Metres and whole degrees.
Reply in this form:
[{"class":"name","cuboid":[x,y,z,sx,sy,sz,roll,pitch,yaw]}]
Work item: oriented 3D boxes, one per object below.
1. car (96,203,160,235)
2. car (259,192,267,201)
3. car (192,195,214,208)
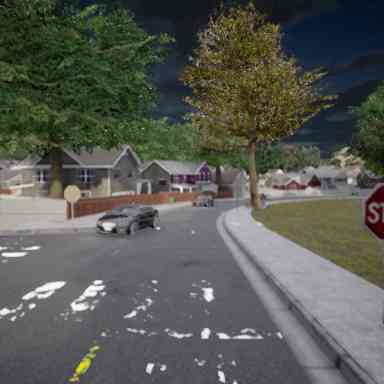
[{"class":"car","cuboid":[-3.274,1.407,17.942,2.128,1.511,4.902,1,2,16]},{"class":"car","cuboid":[13.084,0.864,64.752,1.837,1.490,4.892,2,2,35]},{"class":"car","cuboid":[1.452,1.163,41.934,1.837,1.490,4.892,0,1,18]}]
